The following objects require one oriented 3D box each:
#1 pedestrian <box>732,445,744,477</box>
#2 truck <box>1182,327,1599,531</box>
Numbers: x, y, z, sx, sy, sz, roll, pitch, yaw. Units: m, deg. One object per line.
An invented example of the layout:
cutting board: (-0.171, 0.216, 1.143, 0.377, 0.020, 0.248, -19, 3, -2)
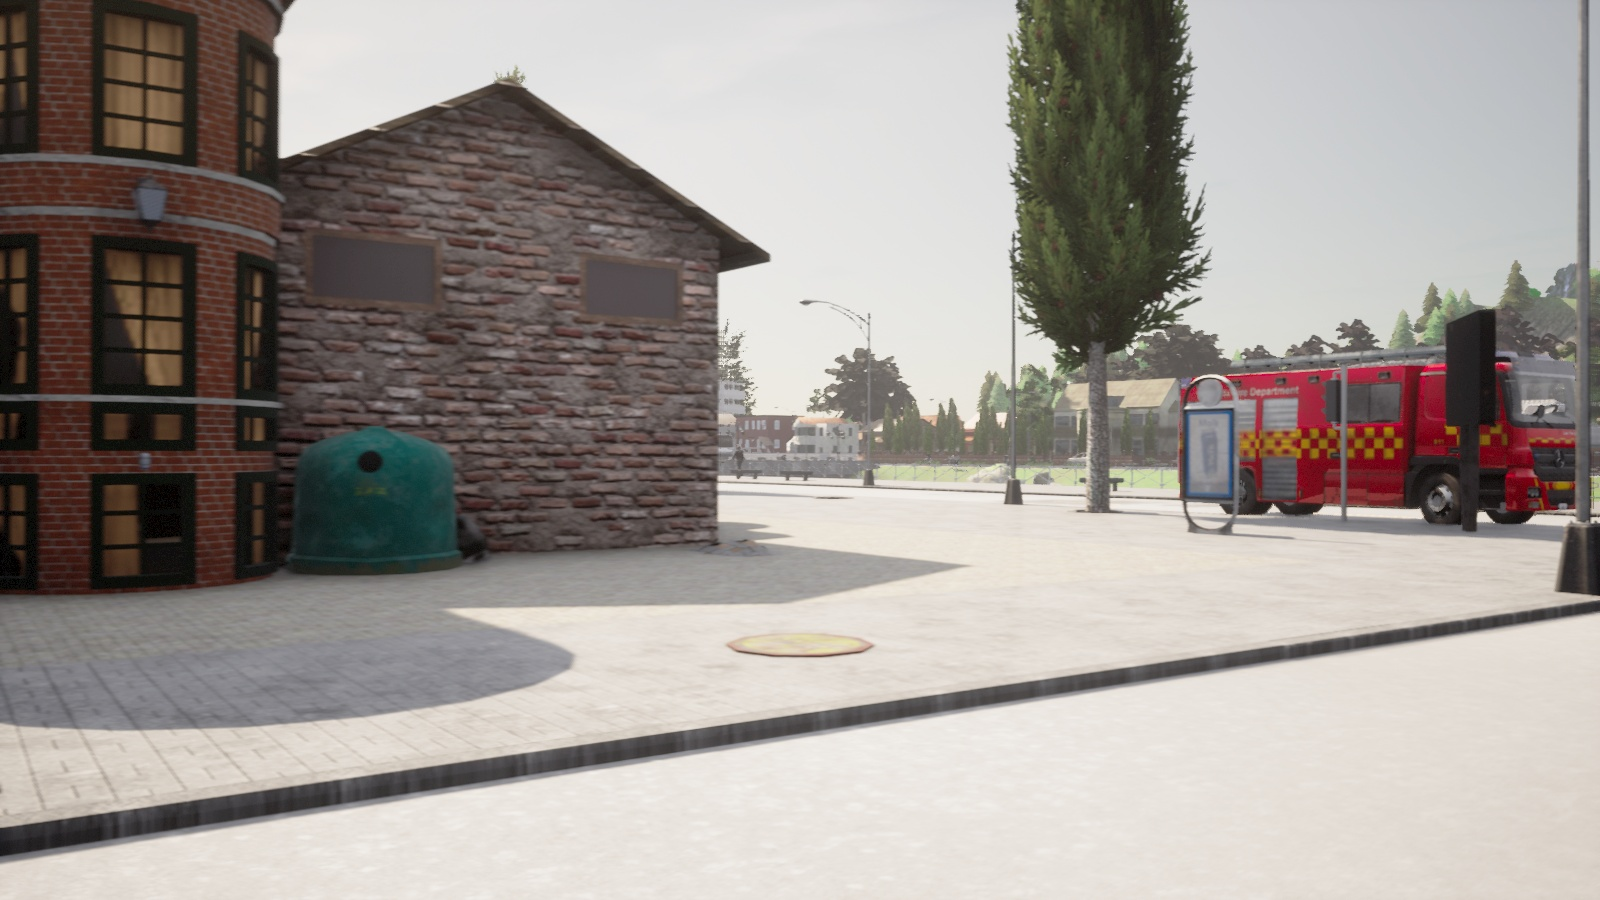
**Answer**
pedestrian: (-3.632, 0.642, 73.430, 0.376, 1.854, 0.720, 0, 0, -36)
truck: (12.843, -0.378, 27.948, 2.891, 3.827, 8.468, 0, 0, -32)
